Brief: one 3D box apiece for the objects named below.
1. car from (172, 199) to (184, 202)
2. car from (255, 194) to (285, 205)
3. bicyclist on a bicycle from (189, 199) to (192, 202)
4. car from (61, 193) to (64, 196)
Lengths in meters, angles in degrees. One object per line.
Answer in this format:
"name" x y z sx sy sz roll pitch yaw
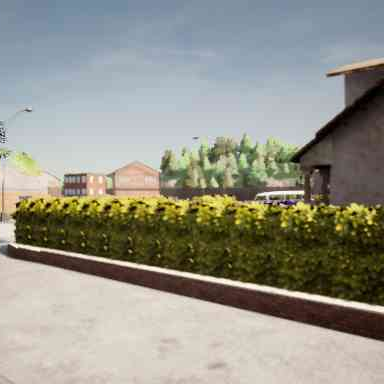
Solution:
"car" -1.943 1.489 36.237 2.128 1.511 4.902 0 0 36
"car" 11.292 1.476 47.845 1.882 1.535 5.008 0 0 33
"bicyclist on a bicycle" 0.016 1.347 24.554 1.656 1.620 0.582 0 0 35
"car" -25.894 0.966 64.712 3.866 1.878 1.905 0 0 35
